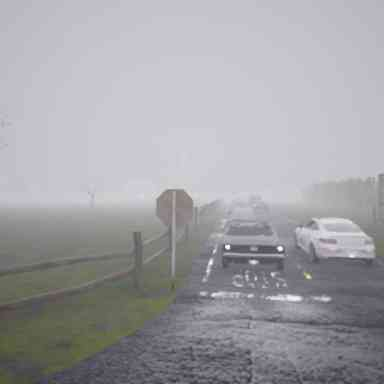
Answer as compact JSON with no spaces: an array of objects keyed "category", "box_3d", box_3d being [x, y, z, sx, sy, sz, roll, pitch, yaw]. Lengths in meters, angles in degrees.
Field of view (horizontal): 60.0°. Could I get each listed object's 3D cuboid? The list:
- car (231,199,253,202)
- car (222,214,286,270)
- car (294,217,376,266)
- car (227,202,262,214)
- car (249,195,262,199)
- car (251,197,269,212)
[{"category":"car","box_3d":[4.615,1.684,32.183,1.837,1.490,4.892,0,0,7]},{"category":"car","box_3d":[2.000,1.663,11.470,1.895,1.301,4.718,0,0,7]},{"category":"car","box_3d":[4.938,1.616,11.963,1.812,1.442,4.674,0,0,7]},{"category":"car","box_3d":[3.288,1.646,21.653,1.812,1.442,4.674,0,0,7]},{"category":"car","box_3d":[10.061,1.541,52.692,2.150,2.045,5.566,0,0,7]},{"category":"car","box_3d":[8.869,1.770,42.788,1.837,1.490,4.892,0,0,8]}]
